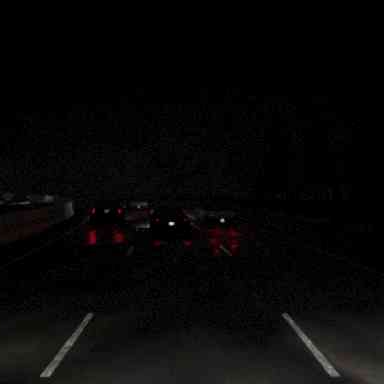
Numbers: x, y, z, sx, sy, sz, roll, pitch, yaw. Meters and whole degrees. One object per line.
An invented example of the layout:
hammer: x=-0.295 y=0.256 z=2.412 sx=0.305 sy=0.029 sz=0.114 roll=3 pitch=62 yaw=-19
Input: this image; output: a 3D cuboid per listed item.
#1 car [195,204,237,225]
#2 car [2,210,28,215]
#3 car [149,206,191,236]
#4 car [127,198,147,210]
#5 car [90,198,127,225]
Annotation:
car: x=1.467 y=1.456 z=22.739 sx=1.895 sy=1.301 sz=4.718 roll=0 pitch=0 yaw=-11
car: x=-13.453 y=1.407 z=24.636 sx=1.994 sy=1.385 sz=4.181 roll=0 pitch=0 yaw=-14
car: x=-1.245 y=1.451 z=17.659 sx=1.994 sy=1.385 sz=4.181 roll=0 pitch=0 yaw=-8
car: x=-6.617 y=1.354 z=38.799 sx=1.895 sy=1.301 sz=4.718 roll=0 pitch=0 yaw=-20
car: x=-5.693 y=1.208 z=22.694 sx=2.097 sy=1.767 sz=4.553 roll=0 pitch=0 yaw=-11
